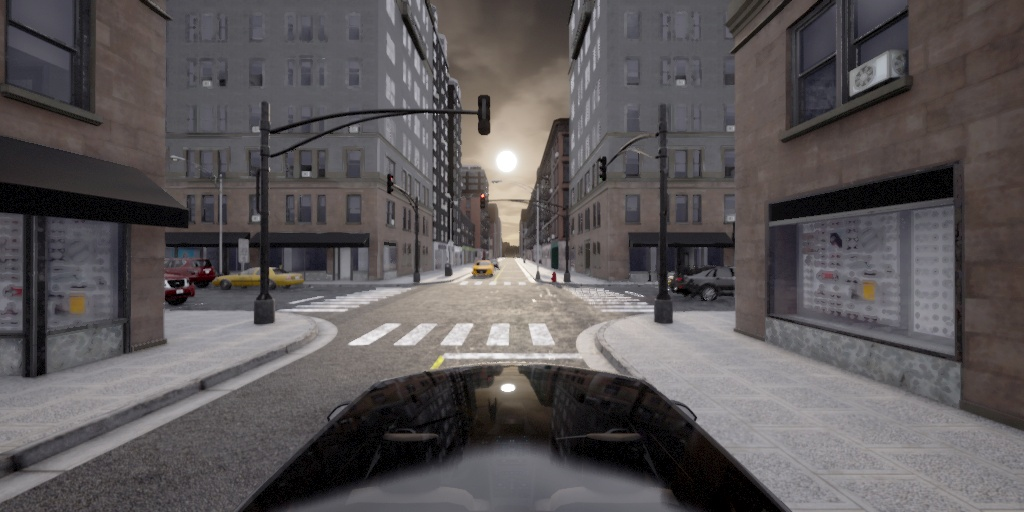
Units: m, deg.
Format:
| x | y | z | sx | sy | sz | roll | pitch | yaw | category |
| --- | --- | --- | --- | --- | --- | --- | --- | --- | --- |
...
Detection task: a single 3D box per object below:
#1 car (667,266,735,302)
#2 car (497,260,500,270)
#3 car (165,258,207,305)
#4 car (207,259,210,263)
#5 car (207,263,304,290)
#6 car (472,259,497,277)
| x | y | z | sx | sy | sz | roll | pitch | yaw | category |
| --- | --- | --- | --- | --- | --- | --- | --- | --- | --- |
| 9.882 | 1.250 | 16.334 | 4.892 | 1.490 | 1.837 | 0 | -2 | 0 | car |
| -2.826 | 1.207 | 52.908 | 1.837 | 1.490 | 4.892 | 0 | 0 | 0 | car |
| -15.097 | 1.028 | 13.579 | 5.009 | 1.841 | 2.192 | 0 | 0 | 0 | car |
| -20.755 | 1.051 | 21.614 | 5.009 | 1.841 | 2.192 | 0 | 0 | 0 | car |
| -15.246 | 1.268 | 21.605 | 4.829 | 1.417 | 1.751 | 0 | 0 | 0 | car |
| -2.842 | 1.201 | 35.717 | 1.882 | 1.535 | 5.008 | 0 | 0 | 0 | car |
